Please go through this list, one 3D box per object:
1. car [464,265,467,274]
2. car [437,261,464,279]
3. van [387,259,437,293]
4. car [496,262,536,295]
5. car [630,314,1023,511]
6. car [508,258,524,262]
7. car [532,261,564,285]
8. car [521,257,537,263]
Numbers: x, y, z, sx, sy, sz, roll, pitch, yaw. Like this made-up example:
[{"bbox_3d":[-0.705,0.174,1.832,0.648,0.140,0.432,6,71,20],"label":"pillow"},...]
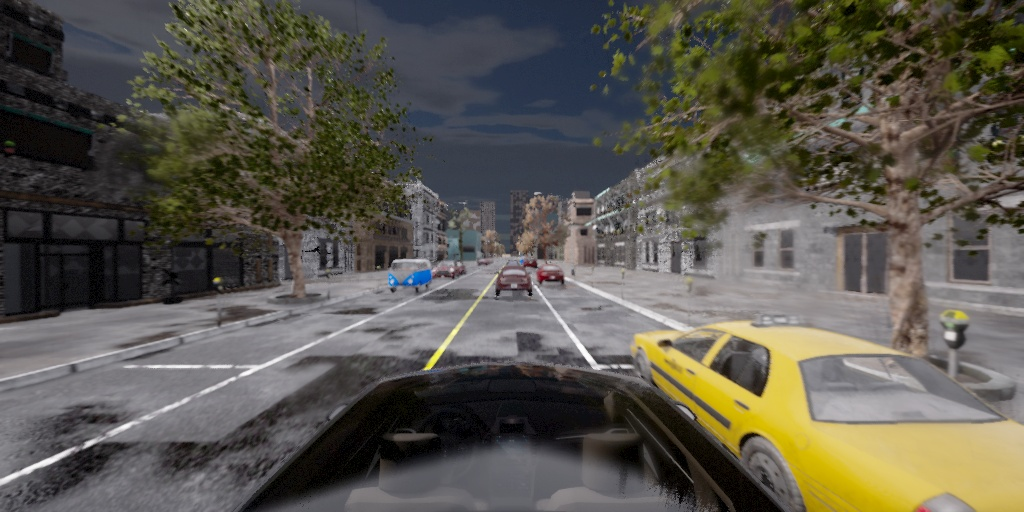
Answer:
[{"bbox_3d":[-5.683,1.294,36.972,1.802,1.307,4.207,0,0,0],"label":"car"},{"bbox_3d":[-5.683,1.158,31.427,1.967,1.591,4.097,0,0,0],"label":"car"},{"bbox_3d":[-5.685,1.071,20.339,1.690,1.789,3.998,0,0,0],"label":"van"},{"bbox_3d":[0.103,1.257,19.421,1.812,1.442,4.674,0,0,0],"label":"car"},{"bbox_3d":[2.694,1.273,3.877,1.751,1.417,4.829,0,0,0],"label":"car"},{"bbox_3d":[0.104,1.268,43.766,1.994,1.385,4.181,0,0,0],"label":"car"},{"bbox_3d":[2.697,1.269,25.883,1.888,1.381,4.507,0,0,0],"label":"car"},{"bbox_3d":[2.700,1.007,53.602,2.192,1.841,5.009,0,0,0],"label":"car"}]
